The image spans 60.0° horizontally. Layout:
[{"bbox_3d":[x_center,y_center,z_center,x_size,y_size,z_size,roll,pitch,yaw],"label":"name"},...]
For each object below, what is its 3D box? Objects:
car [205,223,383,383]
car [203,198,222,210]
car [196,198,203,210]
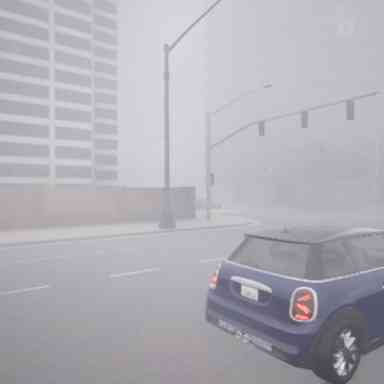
[{"bbox_3d":[2.494,1.325,5.578,4.553,1.767,2.097,0,0,-35],"label":"car"},{"bbox_3d":[1.755,1.435,40.252,1.994,1.385,4.181,0,0,-36],"label":"car"},{"bbox_3d":[-1.200,1.394,38.364,1.837,1.490,4.892,0,0,-36],"label":"car"}]
